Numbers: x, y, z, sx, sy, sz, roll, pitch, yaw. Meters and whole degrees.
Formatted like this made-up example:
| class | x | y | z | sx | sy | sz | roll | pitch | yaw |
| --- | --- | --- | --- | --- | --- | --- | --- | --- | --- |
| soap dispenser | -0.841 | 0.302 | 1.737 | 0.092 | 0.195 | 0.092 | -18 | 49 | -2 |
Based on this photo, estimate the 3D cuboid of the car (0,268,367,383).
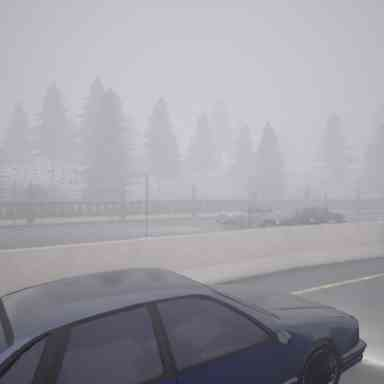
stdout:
| class | x | y | z | sx | sy | sz | roll | pitch | yaw |
| --- | --- | --- | --- | --- | --- | --- | --- | --- | --- |
| car | -0.527 | 1.540 | 3.257 | 5.357 | 1.411 | 2.033 | 0 | 0 | -34 |

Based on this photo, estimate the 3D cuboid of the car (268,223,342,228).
| class | x | y | z | sx | sy | sz | roll | pitch | yaw |
| --- | --- | --- | --- | --- | --- | --- | --- | --- | --- |
| car | 6.605 | 1.554 | 19.657 | 5.357 | 1.411 | 2.033 | 0 | 0 | -26 |
